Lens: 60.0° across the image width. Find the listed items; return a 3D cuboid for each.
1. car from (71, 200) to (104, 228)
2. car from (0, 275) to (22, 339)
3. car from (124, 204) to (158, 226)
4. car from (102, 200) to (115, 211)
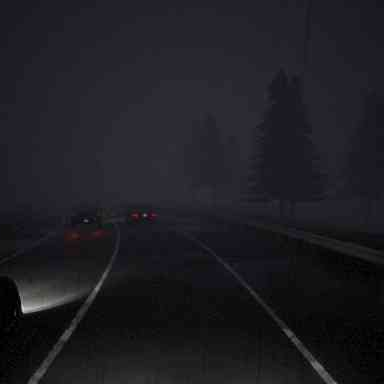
[{"bbox_3d":[-6.939,1.520,21.986,1.812,1.442,4.674,0,0,-16],"label":"car"},{"bbox_3d":[-3.762,1.571,3.882,1.994,1.385,4.181,0,0,-3],"label":"car"},{"bbox_3d":[-3.721,1.529,23.572,2.033,1.411,5.357,0,0,-17],"label":"car"},{"bbox_3d":[-10.882,1.584,40.331,1.895,1.301,4.718,0,0,-28],"label":"car"}]
